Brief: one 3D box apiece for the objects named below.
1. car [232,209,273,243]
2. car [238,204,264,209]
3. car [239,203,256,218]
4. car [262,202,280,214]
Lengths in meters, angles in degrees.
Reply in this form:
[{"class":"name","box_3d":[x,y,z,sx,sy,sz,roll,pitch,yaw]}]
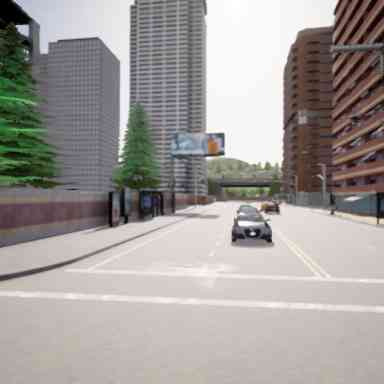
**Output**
[{"class":"car","box_3d":[3.220,1.859,18.015,1.994,1.385,4.181,0,-1,9]},{"class":"car","box_3d":[4.731,1.974,27.822,1.812,1.442,4.674,0,-1,9]},{"class":"car","box_3d":[6.302,2.113,38.084,1.837,1.490,4.892,0,-1,9]},{"class":"car","box_3d":[11.345,2.241,46.999,1.882,1.535,5.008,0,-1,9]}]
